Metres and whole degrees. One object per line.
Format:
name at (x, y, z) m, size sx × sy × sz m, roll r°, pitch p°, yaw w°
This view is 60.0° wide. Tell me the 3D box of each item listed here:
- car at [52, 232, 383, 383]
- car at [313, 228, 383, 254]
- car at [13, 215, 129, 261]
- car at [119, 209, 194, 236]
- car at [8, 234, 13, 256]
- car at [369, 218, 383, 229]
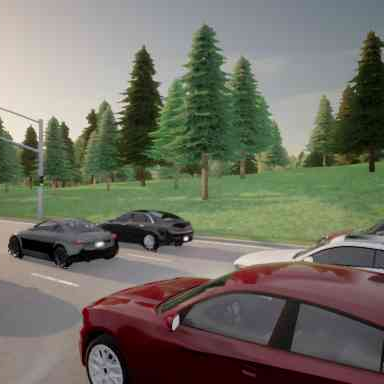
car at (0.922, 1.478, 3.332) m, size 5.008 × 1.535 × 1.882 m, roll 0°, pitch 0°, yaw 36°
car at (2.982, 1.526, 6.160) m, size 4.674 × 1.442 × 1.812 m, roll 0°, pitch 0°, yaw 35°
car at (-4.433, 1.564, 11.340) m, size 4.181 × 1.385 × 1.994 m, roll 0°, pitch 0°, yaw 36°
car at (-2.185, 1.506, 14.037) m, size 4.892 × 1.490 × 1.837 m, roll 0°, pitch 0°, yaw 36°
car at (-6.876, 1.526, 8.795) m, size 4.674 × 1.442 × 1.812 m, roll 0°, pitch 0°, yaw 36°
car at (5.518, 1.352, 8.651) m, size 4.553 × 1.767 × 2.097 m, roll 0°, pitch 0°, yaw 36°
